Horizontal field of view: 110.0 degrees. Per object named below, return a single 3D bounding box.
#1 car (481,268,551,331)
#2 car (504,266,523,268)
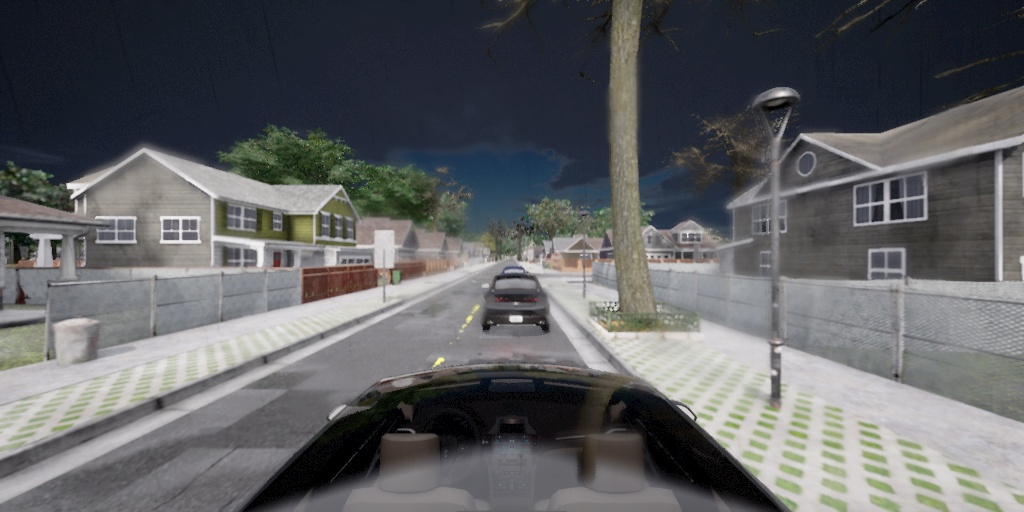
[{"bbox_3d":[0.107,1.285,11.170,1.837,1.490,4.892,0,0,0],"label":"car"},{"bbox_3d":[0.114,1.337,21.969,1.812,1.442,4.674,0,0,0],"label":"car"}]
